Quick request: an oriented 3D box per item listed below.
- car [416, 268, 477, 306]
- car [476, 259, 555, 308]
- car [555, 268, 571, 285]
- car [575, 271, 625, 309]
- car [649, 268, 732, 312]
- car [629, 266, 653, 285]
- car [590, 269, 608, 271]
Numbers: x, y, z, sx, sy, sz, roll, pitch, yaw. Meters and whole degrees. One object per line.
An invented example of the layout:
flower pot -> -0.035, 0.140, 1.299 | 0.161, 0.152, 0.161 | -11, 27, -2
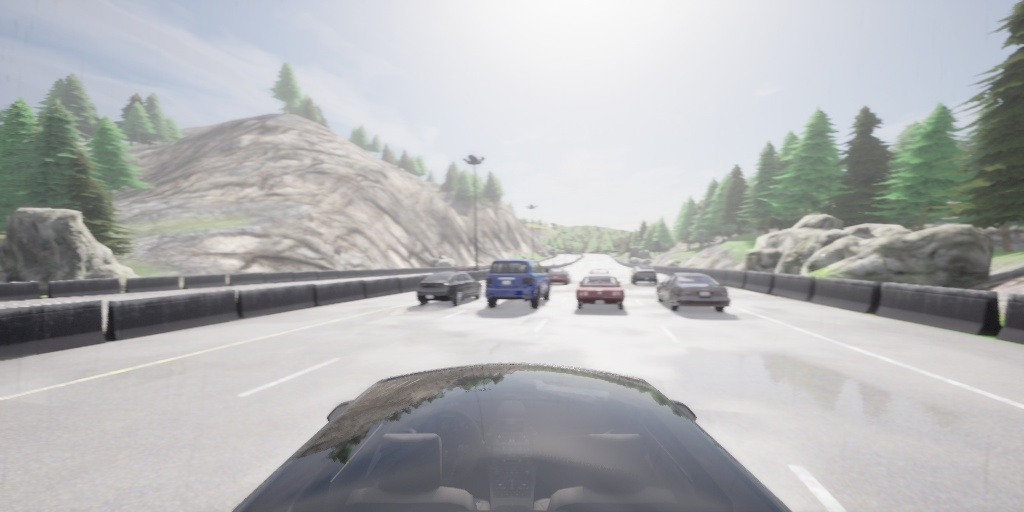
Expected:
car -> -2.907, 1.508, 17.559 | 1.837, 1.490, 4.892 | -1, -1, 14
car -> 0.422, 1.160, 16.466 | 2.150, 2.045, 5.566 | -1, -1, 14
car -> 4.035, 1.747, 31.319 | 1.994, 1.385, 4.181 | -1, -1, 14
car -> 3.845, 1.493, 15.706 | 1.895, 1.301, 4.718 | -1, -1, 14
car -> 7.217, 1.385, 14.768 | 2.033, 1.411, 5.357 | -1, -1, 14
car -> 10.839, 1.571, 29.684 | 2.128, 1.511, 4.902 | -1, -1, 14
car -> 7.387, 1.728, 30.300 | 1.895, 1.301, 4.718 | -1, -1, 14
